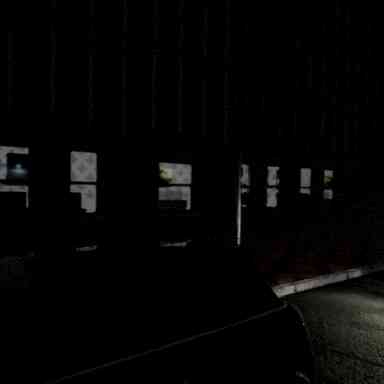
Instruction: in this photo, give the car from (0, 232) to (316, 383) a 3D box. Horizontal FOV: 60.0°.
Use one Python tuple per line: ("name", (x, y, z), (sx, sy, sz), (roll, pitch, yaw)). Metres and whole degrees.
("car", (-1.123, 1.289, 2.642), (4.553, 1.767, 2.097), (0, 1, -34))
